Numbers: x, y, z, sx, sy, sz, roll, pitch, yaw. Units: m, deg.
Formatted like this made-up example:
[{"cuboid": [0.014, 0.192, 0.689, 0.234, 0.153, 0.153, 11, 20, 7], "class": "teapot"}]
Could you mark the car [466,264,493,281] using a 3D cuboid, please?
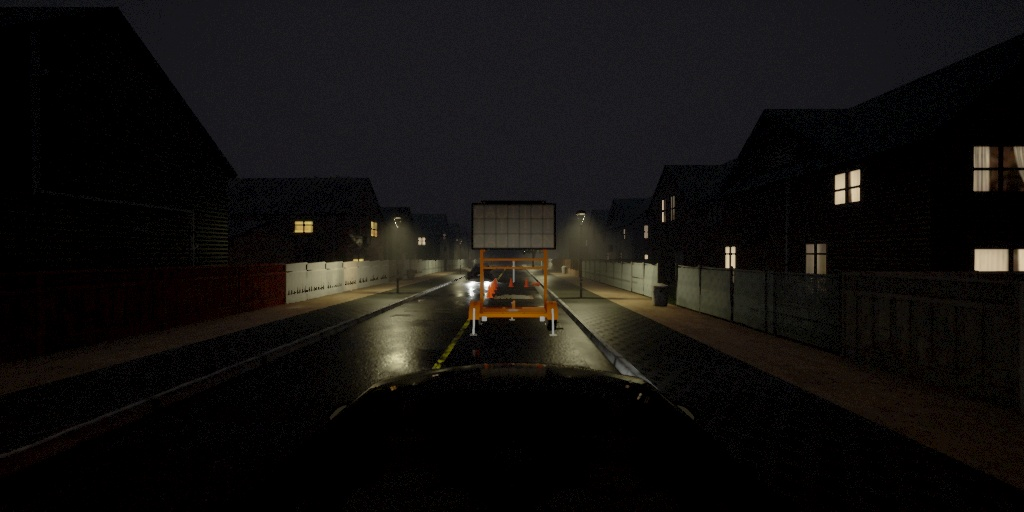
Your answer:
[{"cuboid": [-2.607, 1.349, 30.044, 1.994, 1.385, 4.181, 0, 0, 0], "class": "car"}]

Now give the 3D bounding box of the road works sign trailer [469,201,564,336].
[{"cuboid": [0.049, 0.214, 10.390, 2.380, 3.560, 2.880, 0, 0, 1], "class": "road works sign trailer"}]
